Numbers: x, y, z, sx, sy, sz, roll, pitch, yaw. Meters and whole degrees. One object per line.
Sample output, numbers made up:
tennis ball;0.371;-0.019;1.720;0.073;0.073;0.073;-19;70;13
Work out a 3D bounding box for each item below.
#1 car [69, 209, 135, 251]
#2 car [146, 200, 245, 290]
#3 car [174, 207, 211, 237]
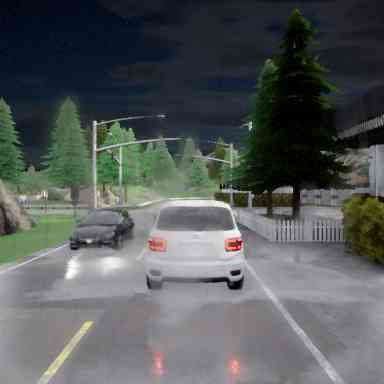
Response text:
car;-3.638;1.506;14.183;1.837;1.490;4.892;0;0;0
car;0.063;1.221;9.234;2.150;2.045;5.566;0;0;0
car;0.015;1.601;18.997;1.895;1.301;4.718;0;0;0
